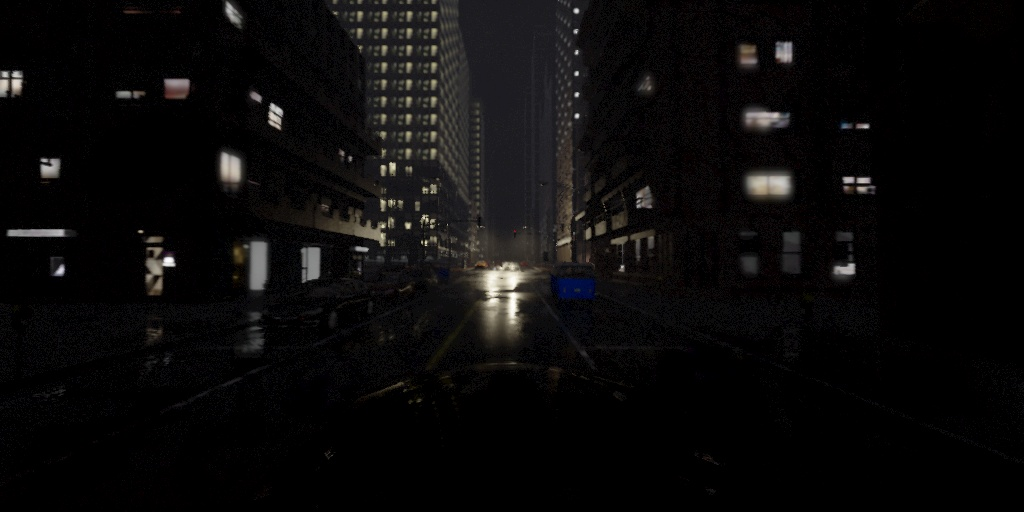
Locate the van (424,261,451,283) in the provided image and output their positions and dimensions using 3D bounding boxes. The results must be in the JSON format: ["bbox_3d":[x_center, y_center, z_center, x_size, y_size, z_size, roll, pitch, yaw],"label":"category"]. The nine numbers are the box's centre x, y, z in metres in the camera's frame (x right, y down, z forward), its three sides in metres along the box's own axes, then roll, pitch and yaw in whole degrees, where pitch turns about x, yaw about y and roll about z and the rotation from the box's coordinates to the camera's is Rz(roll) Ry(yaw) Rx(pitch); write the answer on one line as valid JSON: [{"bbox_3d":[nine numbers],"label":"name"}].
[{"bbox_3d":[-5.836,1.267,27.659,1.690,1.789,3.998,0,0,0],"label":"van"}]

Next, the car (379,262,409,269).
[{"bbox_3d":[-16.510,1.577,50.284,4.097,1.591,1.967,0,0,0],"label":"car"}]

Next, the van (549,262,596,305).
[{"bbox_3d":[2.686,1.193,16.634,1.690,1.789,3.998,0,0,0],"label":"van"}]

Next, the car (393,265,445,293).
[{"bbox_3d":[-5.665,1.455,22.118,1.948,1.339,4.313,0,0,0],"label":"car"}]

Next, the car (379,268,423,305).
[{"bbox_3d":[-5.662,1.433,16.578,1.802,1.307,4.207,0,0,0],"label":"car"}]

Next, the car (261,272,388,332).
[{"bbox_3d":[-5.660,1.364,11.037,2.007,1.370,4.403,0,0,0],"label":"car"}]
